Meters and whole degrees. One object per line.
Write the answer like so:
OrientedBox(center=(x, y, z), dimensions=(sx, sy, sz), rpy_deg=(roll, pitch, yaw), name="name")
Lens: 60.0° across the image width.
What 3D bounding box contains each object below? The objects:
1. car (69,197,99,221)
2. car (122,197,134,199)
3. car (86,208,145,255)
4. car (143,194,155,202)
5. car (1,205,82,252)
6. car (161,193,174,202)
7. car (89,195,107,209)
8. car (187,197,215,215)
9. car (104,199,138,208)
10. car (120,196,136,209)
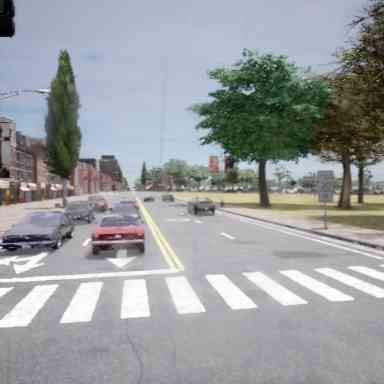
OrientedBox(center=(-8.152, 1.415, 24.165), dimensions=(1.837, 1.490, 4.892), rpy_deg=(-1, 1, -10), name="car")
OrientedBox(center=(-6.238, 1.382, 31.887), dimensions=(1.895, 1.301, 4.718), rpy_deg=(-1, 1, -10), name="car")
OrientedBox(center=(-2.888, 1.559, 13.389), dimensions=(1.895, 1.301, 4.718), rpy_deg=(-1, 1, -10), name="car")
OrientedBox(center=(-7.537, 1.054, 58.024), dimensions=(1.895, 1.301, 4.718), rpy_deg=(-1, 1, -10), name="car")
OrientedBox(center=(-6.392, 1.545, 14.502), dimensions=(2.033, 1.411, 5.357), rpy_deg=(-1, 0, -10), name="car")
OrientedBox(center=(-4.326, 0.893, 58.511), dimensions=(2.128, 1.511, 4.902), rpy_deg=(-1, 0, -10), name="car")
OrientedBox(center=(-9.953, 1.150, 34.223), dimensions=(2.097, 1.767, 4.553), rpy_deg=(-1, 1, -10), name="car")
OrientedBox(center=(0.785, 1.199, 30.547), dimensions=(2.128, 1.511, 4.902), rpy_deg=(-1, 1, -10), name="car")
OrientedBox(center=(-4.468, 1.451, 22.050), dimensions=(1.994, 1.385, 4.181), rpy_deg=(-1, 1, -10), name="car")
OrientedBox(center=(-8.037, 1.270, 41.930), dimensions=(1.895, 1.301, 4.718), rpy_deg=(-1, 1, -10), name="car")
